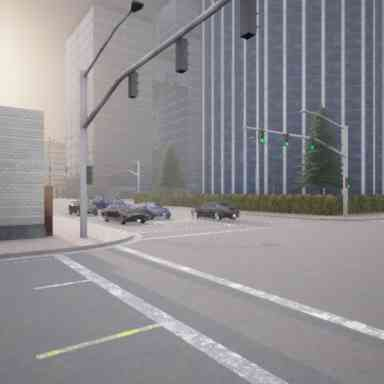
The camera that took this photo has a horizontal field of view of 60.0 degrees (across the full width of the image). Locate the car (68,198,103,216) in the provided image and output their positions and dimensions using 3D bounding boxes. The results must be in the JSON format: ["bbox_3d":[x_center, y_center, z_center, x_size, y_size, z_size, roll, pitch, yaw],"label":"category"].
[{"bbox_3d":[-10.910,1.560,33.192,1.837,1.490,4.892,0,0,-36],"label":"car"}]

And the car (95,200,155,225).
[{"bbox_3d":[-5.237,1.603,25.285,2.033,1.411,5.357,0,0,-36],"label":"car"}]

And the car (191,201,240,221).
[{"bbox_3d":[1.870,1.561,27.732,1.837,1.490,4.892,0,0,-36],"label":"car"}]

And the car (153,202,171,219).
[{"bbox_3d":[-3.644,1.581,29.099,1.812,1.442,4.674,0,0,-36],"label":"car"}]

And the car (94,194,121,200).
[{"bbox_3d":[-9.309,1.277,36.969,2.150,2.045,5.566,0,0,-36],"label":"car"}]
